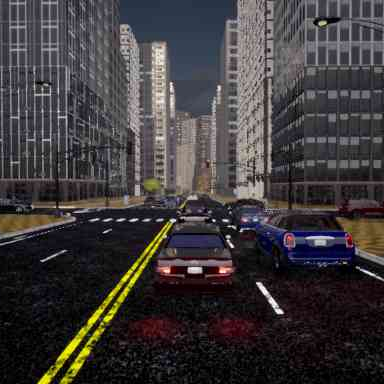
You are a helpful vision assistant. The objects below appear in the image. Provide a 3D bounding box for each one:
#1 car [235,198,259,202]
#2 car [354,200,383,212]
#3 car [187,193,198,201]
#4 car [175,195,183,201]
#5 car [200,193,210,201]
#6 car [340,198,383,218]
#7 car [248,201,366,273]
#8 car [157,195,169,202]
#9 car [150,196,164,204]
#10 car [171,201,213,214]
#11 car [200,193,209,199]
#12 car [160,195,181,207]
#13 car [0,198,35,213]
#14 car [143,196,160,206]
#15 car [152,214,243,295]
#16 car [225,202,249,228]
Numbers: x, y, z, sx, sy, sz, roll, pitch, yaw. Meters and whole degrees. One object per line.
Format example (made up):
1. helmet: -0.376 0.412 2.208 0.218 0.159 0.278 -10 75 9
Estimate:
1. car: 6.143 1.494 39.050 4.892 1.490 1.837 2 4 36
2. car: 21.888 1.642 39.183 4.829 1.417 1.752 1 0 1
3. car: 0.157 1.161 73.710 2.150 2.045 5.566 0 0 0
4. car: -3.092 1.429 79.535 1.837 1.490 4.892 0 0 0
5. car: 3.414 1.395 81.721 1.882 1.535 5.008 0 0 0
6. car: 16.262 1.518 30.907 5.009 1.841 2.192 1 0 1
7. car: 3.370 1.347 10.851 2.097 1.767 4.553 0 0 0
8. car: -6.355 1.478 72.951 2.033 1.411 5.357 0 0 0
9. car: -6.436 1.499 62.281 2.033 1.411 5.357 0 0 0
10. car: 0.137 1.482 18.626 2.128 1.511 4.902 0 0 0
11. car: 3.435 1.096 92.110 2.097 1.767 4.553 0 0 0
12. car: -3.221 1.317 50.561 2.097 1.767 4.553 0 0 -1
13. car: -18.761 1.340 34.140 4.902 1.511 2.128 1 1 1
14. car: -6.489 1.468 52.401 1.837 1.490 4.892 0 0 0
15. car: 0.110 1.544 8.881 2.033 1.411 5.357 0 0 1
16. car: 3.391 1.537 20.235 2.033 1.411 5.357 0 0 0
